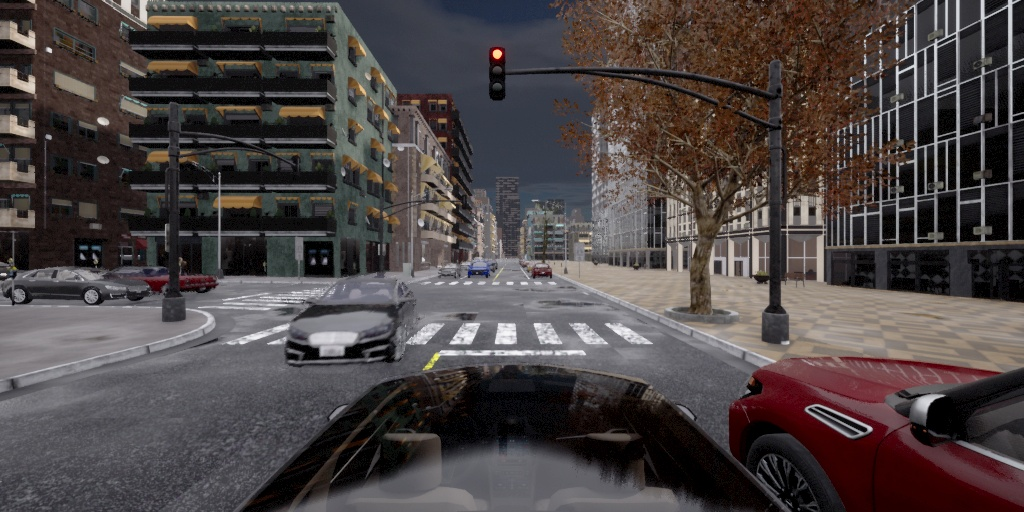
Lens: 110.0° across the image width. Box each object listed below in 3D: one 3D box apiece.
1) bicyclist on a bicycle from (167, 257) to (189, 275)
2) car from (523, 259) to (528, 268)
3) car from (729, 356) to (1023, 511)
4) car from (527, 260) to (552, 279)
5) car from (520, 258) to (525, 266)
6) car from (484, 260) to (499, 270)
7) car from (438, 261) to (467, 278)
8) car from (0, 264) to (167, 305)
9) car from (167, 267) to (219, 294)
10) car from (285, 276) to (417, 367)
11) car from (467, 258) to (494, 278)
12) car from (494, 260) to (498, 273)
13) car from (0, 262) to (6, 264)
[{"bbox_3d":[-23.168,0.761,24.917,0.582,1.620,1.656,1,0,-1],"label":"bicyclist on a bicycle"},{"bbox_3d":[2.693,1.298,44.307,1.751,1.417,4.829,0,0,0],"label":"car"},{"bbox_3d":[2.692,1.065,0.684,2.192,1.841,5.009,0,0,0],"label":"car"},{"bbox_3d":[2.692,1.307,33.071,1.888,1.381,4.507,0,0,0],"label":"car"},{"bbox_3d":[2.694,1.375,60.734,1.802,1.307,4.207,0,0,0],"label":"car"},{"bbox_3d":[-3.080,1.333,54.720,2.033,1.411,5.357,0,0,0],"label":"car"},{"bbox_3d":[-5.688,1.312,33.072,2.007,1.370,4.403,0,0,0],"label":"car"},{"bbox_3d":[-16.434,1.091,13.656,4.403,1.370,2.007,0,0,-1],"label":"car"},{"bbox_3d":[-16.270,1.147,16.265,4.718,1.301,1.895,1,0,-1],"label":"car"},{"bbox_3d":[-3.254,1.242,8.111,2.128,1.511,4.902,0,0,-10],"label":"car"},{"bbox_3d":[-3.091,1.241,34.359,1.882,1.535,5.008,0,0,0],"label":"car"},{"bbox_3d":[-3.087,1.337,44.357,1.994,1.385,4.181,0,0,0],"label":"car"},{"bbox_3d":[-33.187,0.869,21.868,4.403,1.370,2.007,0,0,-1],"label":"car"}]
